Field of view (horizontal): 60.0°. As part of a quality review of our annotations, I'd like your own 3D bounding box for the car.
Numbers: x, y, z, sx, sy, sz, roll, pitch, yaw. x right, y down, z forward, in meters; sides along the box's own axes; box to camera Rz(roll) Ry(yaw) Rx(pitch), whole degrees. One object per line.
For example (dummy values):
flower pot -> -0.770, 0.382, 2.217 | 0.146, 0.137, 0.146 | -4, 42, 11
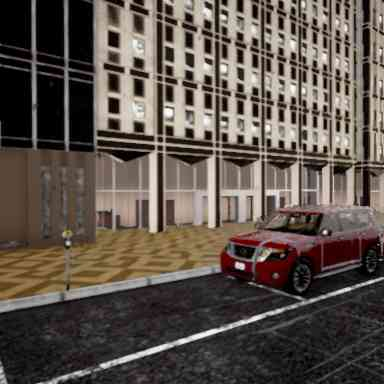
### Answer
car -> 3.106, 1.309, 8.785 | 5.009, 1.841, 2.192 | 0, 0, -36
